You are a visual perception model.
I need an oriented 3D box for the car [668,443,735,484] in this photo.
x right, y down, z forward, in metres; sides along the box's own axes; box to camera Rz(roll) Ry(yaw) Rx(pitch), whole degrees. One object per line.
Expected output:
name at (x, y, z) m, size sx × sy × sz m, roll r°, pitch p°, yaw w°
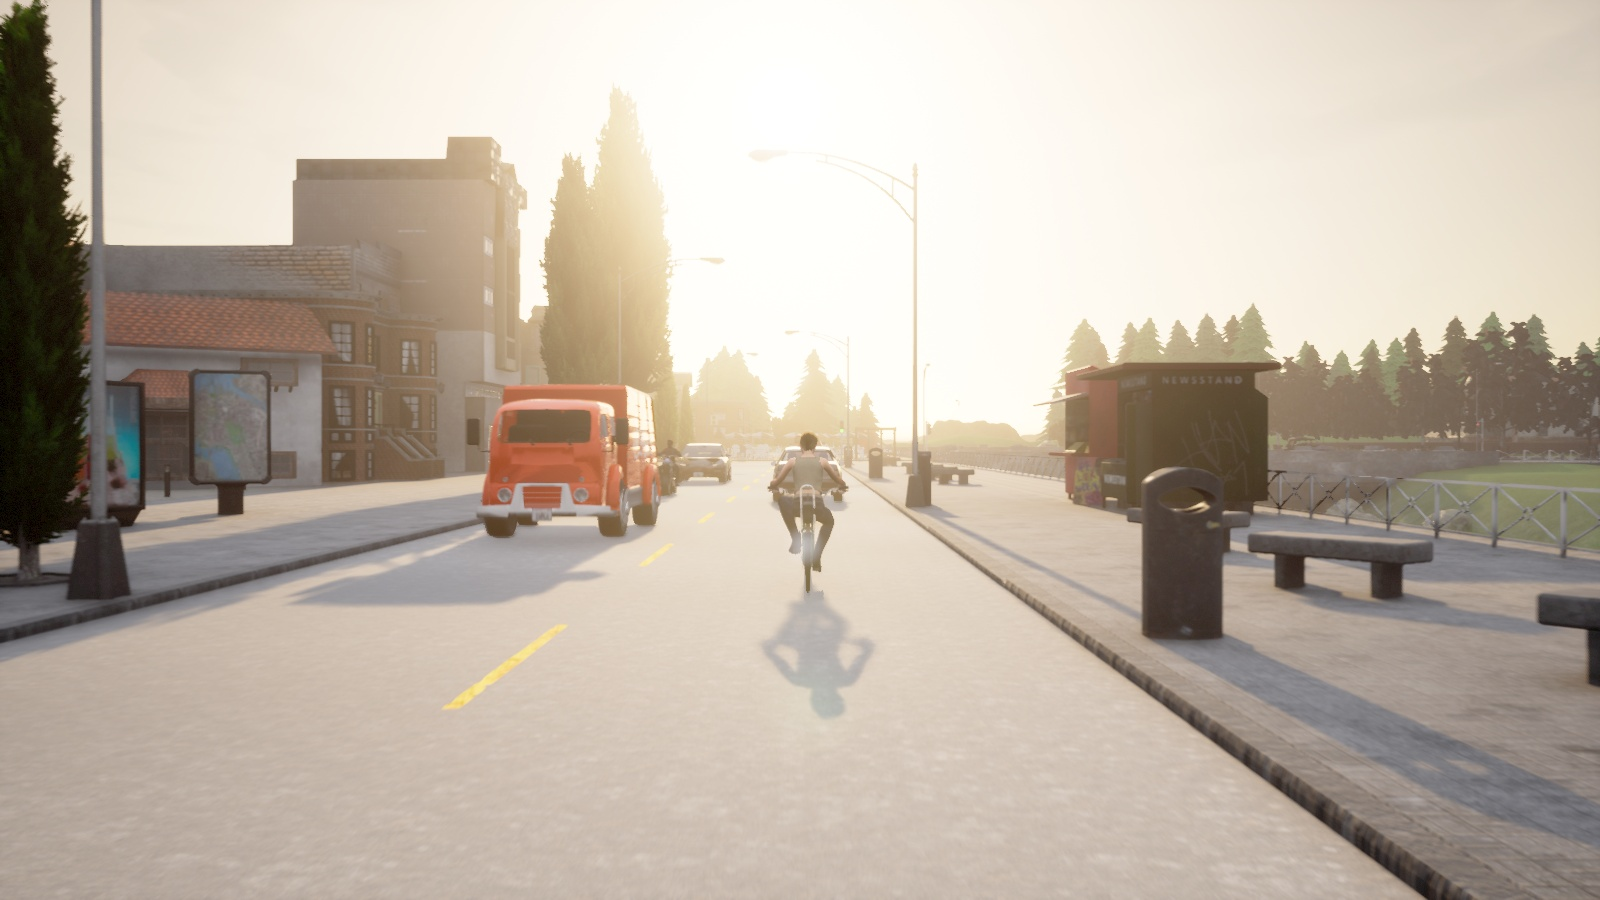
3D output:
car at (-3.719, 0.476, 48.260) m, size 2.163 × 1.488 × 4.792 m, roll 0°, pitch 0°, yaw 0°

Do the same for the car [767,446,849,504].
car at (0.202, 0.607, 33.804) m, size 2.033 × 1.411 × 5.357 m, roll 0°, pitch 0°, yaw 0°

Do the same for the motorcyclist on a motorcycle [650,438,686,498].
motorcyclist on a motorcycle at (-3.785, 0.493, 36.134) m, size 0.766 × 1.649 × 2.350 m, roll 0°, pitch 0°, yaw 0°

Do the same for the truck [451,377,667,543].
truck at (-3.867, 0.138, 21.312) m, size 2.627 × 2.467 × 5.204 m, roll 0°, pitch 0°, yaw 0°

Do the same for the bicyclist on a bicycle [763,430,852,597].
bicyclist on a bicycle at (0.082, 0.611, 12.942) m, size 0.866 × 1.612 × 1.509 m, roll 0°, pitch 0°, yaw 1°
